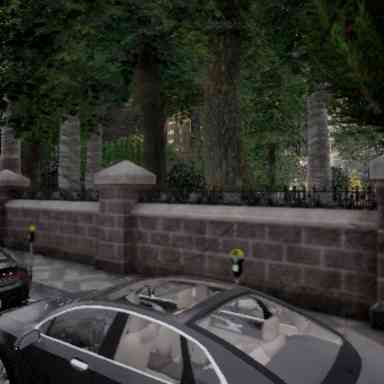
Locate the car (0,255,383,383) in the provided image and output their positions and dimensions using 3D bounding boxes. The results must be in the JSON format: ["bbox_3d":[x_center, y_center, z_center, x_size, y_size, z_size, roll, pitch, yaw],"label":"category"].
[{"bbox_3d":[-0.413,1.544,3.259,4.403,1.369,2.008,0,0,36],"label":"car"}]

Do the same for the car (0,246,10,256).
[{"bbox_3d":[-4.855,1.528,6.428,4.403,1.369,2.008,0,0,36],"label":"car"}]
